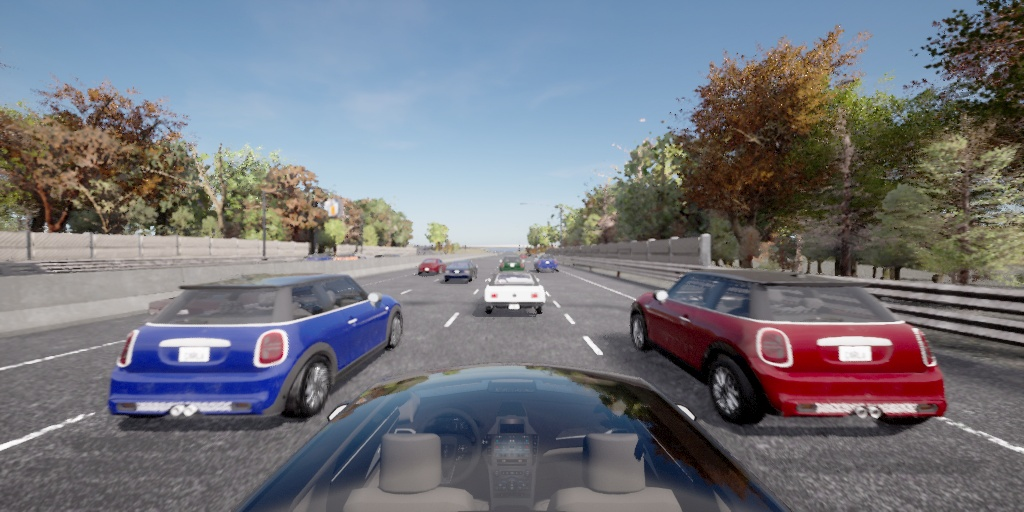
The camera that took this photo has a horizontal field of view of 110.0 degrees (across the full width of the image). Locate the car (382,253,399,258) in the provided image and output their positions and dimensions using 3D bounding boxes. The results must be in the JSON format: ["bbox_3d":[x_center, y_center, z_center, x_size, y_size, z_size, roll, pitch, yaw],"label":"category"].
[{"bbox_3d":[-17.720,0.491,52.159,2.097,1.767,4.553,0,1,0],"label":"car"}]

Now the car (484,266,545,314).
[{"bbox_3d":[0.067,1.208,13.032,1.895,1.301,4.718,0,1,0],"label":"car"}]

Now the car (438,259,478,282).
[{"bbox_3d":[-3.469,1.008,25.019,2.033,1.411,5.357,0,1,0],"label":"car"}]

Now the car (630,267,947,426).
[{"bbox_3d":[3.553,0.996,5.817,2.097,1.767,4.553,0,1,1],"label":"car"}]

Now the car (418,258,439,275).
[{"bbox_3d":[-6.989,0.905,31.785,1.812,1.442,4.674,0,1,0],"label":"car"}]

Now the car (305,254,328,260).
[{"bbox_3d":[-28.205,0.490,52.326,2.097,1.767,4.553,0,1,0],"label":"car"}]

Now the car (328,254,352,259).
[{"bbox_3d":[-24.706,0.479,53.165,2.097,1.767,4.553,0,1,0],"label":"car"}]

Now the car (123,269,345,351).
[{"bbox_3d":[-6.924,1.194,10.002,2.033,1.411,5.357,0,1,0],"label":"car"}]

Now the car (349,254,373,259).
[{"bbox_3d":[-21.217,0.742,51.904,1.895,1.301,4.718,0,1,0],"label":"car"}]

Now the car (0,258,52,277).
[{"bbox_3d":[-17.629,0.984,11.264,2.097,1.767,4.553,0,1,0],"label":"car"}]

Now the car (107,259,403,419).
[{"bbox_3d":[-3.414,1.048,5.972,2.097,1.767,4.553,0,1,0],"label":"car"}]

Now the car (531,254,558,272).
[{"bbox_3d":[3.395,0.620,36.462,2.097,1.767,4.553,0,1,0],"label":"car"}]

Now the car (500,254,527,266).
[{"bbox_3d":[0.012,0.746,30.454,2.097,1.767,4.553,0,1,0],"label":"car"}]
